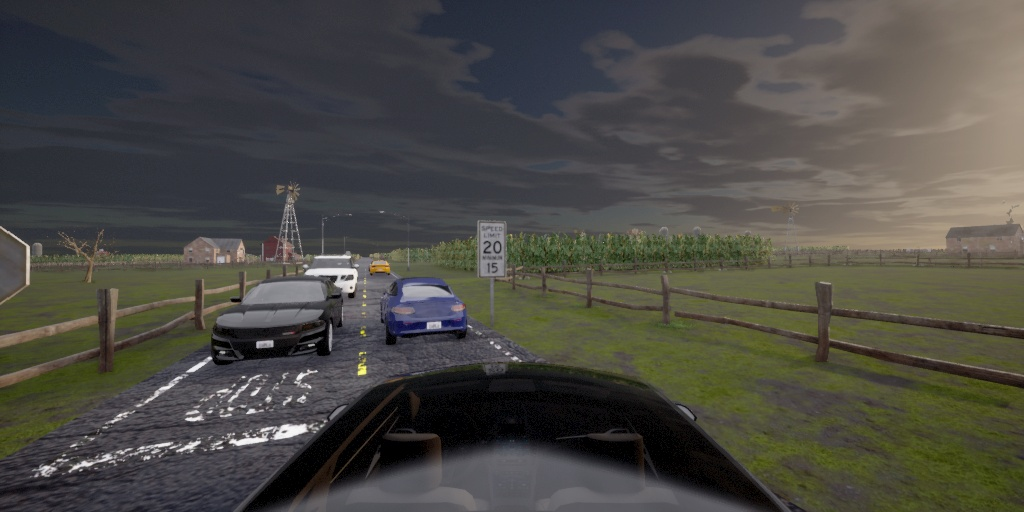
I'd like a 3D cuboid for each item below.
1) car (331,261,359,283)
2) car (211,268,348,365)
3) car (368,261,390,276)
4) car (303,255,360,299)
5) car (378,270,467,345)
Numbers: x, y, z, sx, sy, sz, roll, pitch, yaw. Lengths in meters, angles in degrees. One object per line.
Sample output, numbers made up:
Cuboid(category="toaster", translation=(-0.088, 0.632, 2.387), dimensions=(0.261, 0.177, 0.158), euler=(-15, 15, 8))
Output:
Cuboid(category="car", translation=(-13.755, 1.258, 29.736), dimensions=(1.837, 1.490, 4.892), euler=(0, 0, -22))
Cuboid(category="car", translation=(-5.119, 1.229, 8.420), dimensions=(1.882, 1.535, 5.008), euler=(0, 0, -22))
Cuboid(category="car", translation=(-14.140, 1.232, 38.337), dimensions=(1.882, 1.535, 5.008), euler=(0, 0, -21))
Cuboid(category="car", translation=(-9.000, 0.974, 18.029), dimensions=(2.150, 2.045, 5.566), euler=(0, 0, -22))
Cuboid(category="car", translation=(-2.488, 1.278, 9.589), dimensions=(1.812, 1.442, 4.674), euler=(0, 0, -22))
